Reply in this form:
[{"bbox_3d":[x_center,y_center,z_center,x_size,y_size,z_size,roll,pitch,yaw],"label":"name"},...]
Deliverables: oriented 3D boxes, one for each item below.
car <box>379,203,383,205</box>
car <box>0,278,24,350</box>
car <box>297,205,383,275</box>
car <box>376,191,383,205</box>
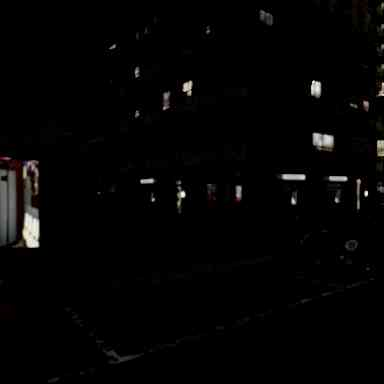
[{"bbox_3d":[9.701,1.334,13.485,4.097,1.590,1.967,0,0,-36],"label":"car"},{"bbox_3d":[-4.173,1.592,3.580,4.206,1.307,1.802,0,0,-36],"label":"car"},{"bbox_3d":[5.076,1.372,10.183,4.097,1.590,1.967,0,0,-36],"label":"car"},{"bbox_3d":[18.565,0.773,34.398,2.192,1.841,5.009,1,0,-36],"label":"car"}]
